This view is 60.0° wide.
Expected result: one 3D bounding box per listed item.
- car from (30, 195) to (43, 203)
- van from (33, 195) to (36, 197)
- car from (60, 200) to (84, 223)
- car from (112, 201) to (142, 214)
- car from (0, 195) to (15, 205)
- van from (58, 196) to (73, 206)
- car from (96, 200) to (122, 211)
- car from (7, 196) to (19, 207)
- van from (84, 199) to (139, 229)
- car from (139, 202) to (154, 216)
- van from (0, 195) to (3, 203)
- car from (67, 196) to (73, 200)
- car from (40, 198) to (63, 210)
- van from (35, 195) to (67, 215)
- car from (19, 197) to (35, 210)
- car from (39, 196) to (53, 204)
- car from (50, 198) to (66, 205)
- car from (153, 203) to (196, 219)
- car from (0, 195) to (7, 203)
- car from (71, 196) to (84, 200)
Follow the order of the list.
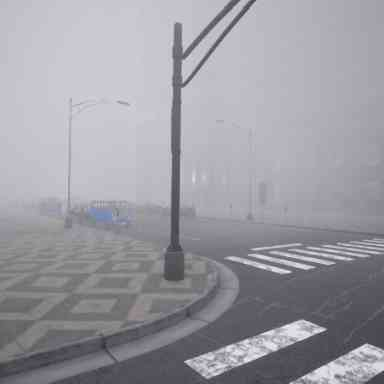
[{"bbox_3d":[-39.711,1.736,84.830,2.192,1.841,5.009,1,-1,-35],"label":"car"},{"bbox_3d":[-36.520,1.740,80.318,1.690,1.788,3.998,1,-1,-35],"label":"van"},{"bbox_3d":[-8.422,1.559,25.771,1.887,1.381,4.507,1,-1,-35],"label":"car"},{"bbox_3d":[-7.808,1.751,39.715,1.887,1.381,4.507,1,-1,-35],"label":"car"},{"bbox_3d":[-37.021,1.730,66.240,1.752,1.417,4.829,1,-1,-35],"label":"car"},{"bbox_3d":[-23.758,1.654,62.274,1.690,1.788,3.998,1,-1,-35],"label":"van"},{"bbox_3d":[-11.096,1.754,44.366,1.752,1.417,4.829,1,-1,-35],"label":"car"},{"bbox_3d":[-27.553,1.692,52.843,2.008,1.369,4.403,1,-1,-35],"label":"car"},{"bbox_3d":[-5.232,1.335,21.261,1.690,1.788,3.998,1,-1,-35],"label":"van"},{"bbox_3d":[-4.617,1.730,35.204,1.887,1.381,4.507,1,-1,-35],"label":"car"},{"bbox_3d":[-46.683,1.612,79.917,1.690,1.788,3.998,1,-1,-35],"label":"van"},{"bbox_3d":[-20.568,1.607,57.763,2.192,1.841,5.009,1,-1,-35],"label":"car"},{"bbox_3d":[-19.687,1.658,46.520,1.837,1.490,4.892,1,-1,-35],"label":"car"},{"bbox_3d":[-14.797,1.397,34.797,1.690,1.788,3.998,1,-1,-35],"label":"van"},{"bbox_3d":[-21.177,1.680,43.819,1.802,1.307,4.206,1,-1,-35],"label":"car"},{"bbox_3d":[-33.331,1.818,75.806,1.967,1.590,4.097,1,-1,-35],"label":"car"},{"bbox_3d":[-26.951,1.885,66.783,2.008,1.369,4.403,1,-1,-35],"label":"car"},{"bbox_3d":[-1.427,1.710,30.693,1.887,1.381,4.507,1,-1,-35],"label":"car"},{"bbox_3d":[-43.493,1.564,75.405,2.192,1.841,5.009,1,-1,-35],"label":"car"},{"bbox_3d":[-17.379,1.815,53.249,1.887,1.381,4.507,1,-1,-35],"label":"car"}]
